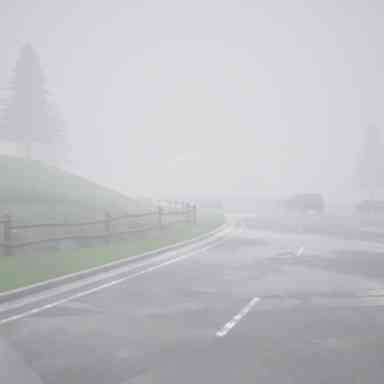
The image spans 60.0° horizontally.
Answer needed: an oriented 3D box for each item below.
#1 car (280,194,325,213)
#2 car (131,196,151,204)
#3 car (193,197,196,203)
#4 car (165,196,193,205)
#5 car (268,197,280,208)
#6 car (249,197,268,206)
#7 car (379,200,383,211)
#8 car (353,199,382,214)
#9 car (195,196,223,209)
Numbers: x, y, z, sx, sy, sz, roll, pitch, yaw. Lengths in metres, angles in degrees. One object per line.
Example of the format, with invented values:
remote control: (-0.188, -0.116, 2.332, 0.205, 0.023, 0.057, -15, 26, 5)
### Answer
car: (12.225, 1.216, 36.405, 2.150, 2.045, 5.566, 1, 0, -10)
car: (-9.338, 1.487, 60.627, 2.128, 1.511, 4.902, 0, 0, -43)
car: (1.364, 1.484, 59.036, 2.128, 1.511, 4.902, 0, 0, -41)
car: (-2.688, 1.473, 58.463, 1.882, 1.535, 5.008, 0, 0, -42)
car: (13.122, 1.349, 46.131, 2.097, 1.767, 4.553, 0, 0, -20)
car: (12.109, 1.542, 56.599, 2.033, 1.411, 5.357, 0, 0, -33)
car: (15.897, 1.522, 24.289, 1.812, 1.442, 4.674, 0, 0, 5)
car: (19.267, 1.498, 35.578, 1.837, 1.490, 4.892, 0, -1, -5)
car: (2.532, 1.522, 44.227, 1.812, 1.442, 4.674, 0, 0, -23)
